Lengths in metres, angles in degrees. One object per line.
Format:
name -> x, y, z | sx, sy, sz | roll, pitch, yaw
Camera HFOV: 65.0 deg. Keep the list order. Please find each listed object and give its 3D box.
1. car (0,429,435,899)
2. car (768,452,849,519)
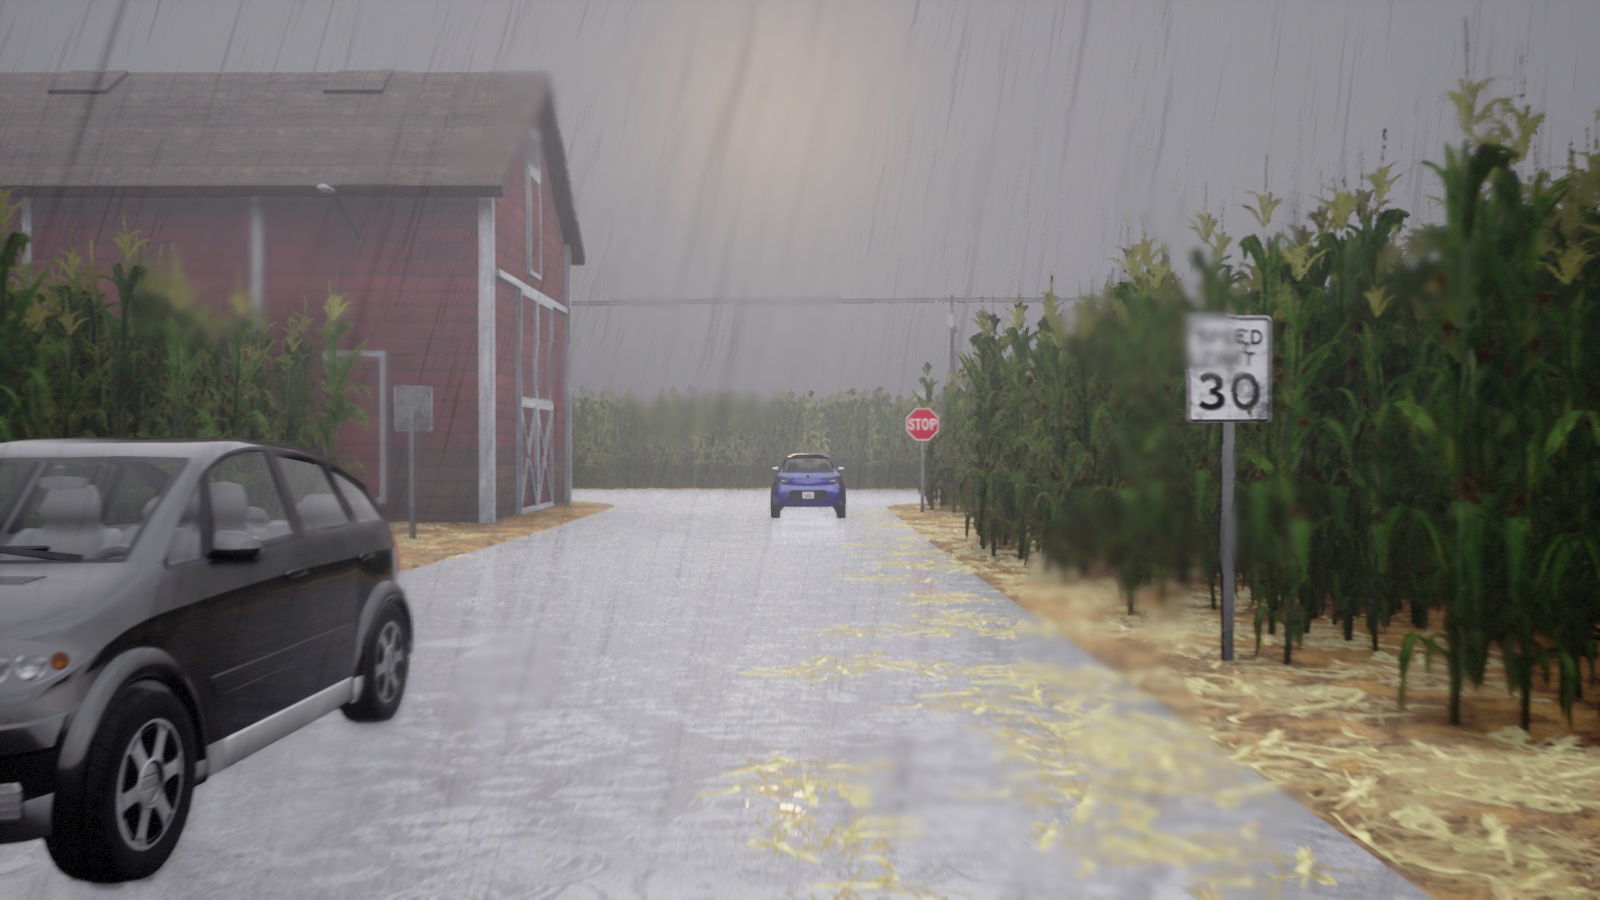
car -> -3.051, 0.718, 5.527 | 1.789, 1.549, 3.705 | 0, 0, 0
car -> 0.197, 0.800, 30.101 | 1.816, 1.474, 4.193 | 0, 0, 0
